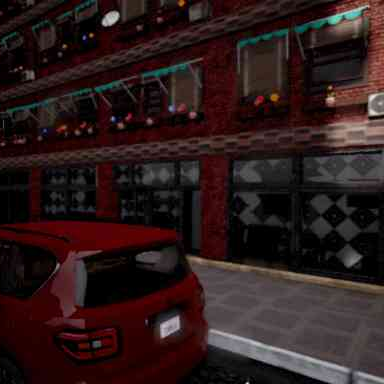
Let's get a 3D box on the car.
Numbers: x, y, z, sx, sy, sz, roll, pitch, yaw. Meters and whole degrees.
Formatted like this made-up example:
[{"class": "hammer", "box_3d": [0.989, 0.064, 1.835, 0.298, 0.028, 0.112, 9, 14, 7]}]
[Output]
[{"class": "car", "box_3d": [-2.143, 1.285, 4.402, 5.009, 1.841, 2.192, 0, 0, 36]}]
